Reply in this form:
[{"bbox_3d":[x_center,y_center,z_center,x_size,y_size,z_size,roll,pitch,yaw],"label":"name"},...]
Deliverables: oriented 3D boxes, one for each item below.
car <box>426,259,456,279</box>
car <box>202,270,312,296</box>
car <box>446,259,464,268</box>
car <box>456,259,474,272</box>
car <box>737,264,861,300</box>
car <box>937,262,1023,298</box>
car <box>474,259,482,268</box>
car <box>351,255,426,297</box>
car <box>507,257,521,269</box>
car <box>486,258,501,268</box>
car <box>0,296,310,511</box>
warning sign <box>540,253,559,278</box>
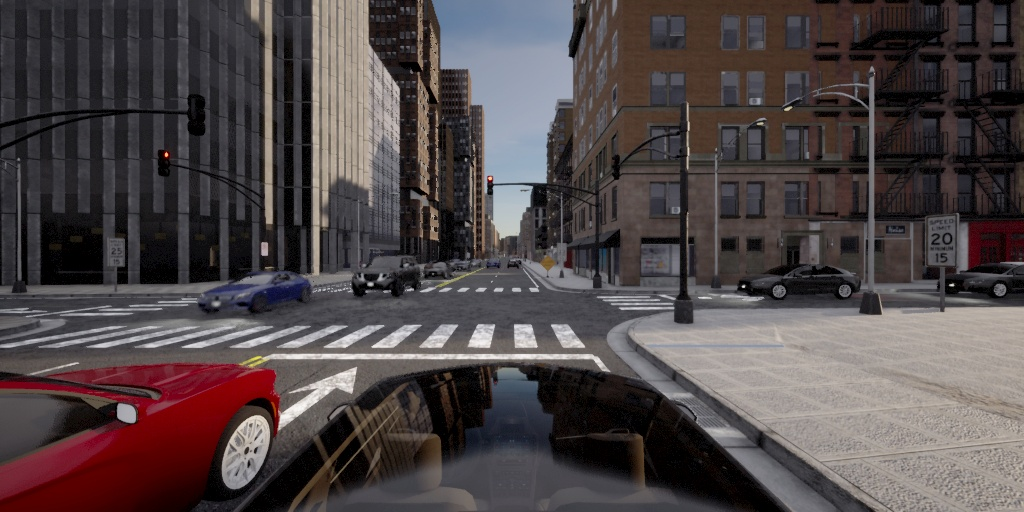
[{"bbox_3d":[-6.534,1.259,32.100,1.837,1.490,4.892,0,0,0],"label":"car"},{"bbox_3d":[-9.832,1.322,14.251,1.812,1.442,4.674,0,0,0],"label":"car"},{"bbox_3d":[-9.643,1.260,60.888,2.128,1.511,4.902,0,0,1],"label":"car"},{"bbox_3d":[-6.493,1.324,46.488,1.994,1.385,4.181,0,0,0],"label":"car"},{"bbox_3d":[12.904,1.116,16.278,4.892,1.490,1.837,0,0,-1],"label":"car"},{"bbox_3d":[22.301,1.049,16.197,4.892,1.490,1.837,0,0,0],"label":"car"},{"bbox_3d":[-6.374,1.262,62.560,2.128,1.511,4.902,0,0,0],"label":"car"},{"bbox_3d":[-6.565,0.982,19.414,2.150,2.045,5.566,0,0,0],"label":"car"},{"bbox_3d":[0.175,1.271,58.745,1.837,1.490,4.892,0,0,0],"label":"car"},{"bbox_3d":[-3.068,1.119,59.494,2.097,1.767,4.553,0,0,1],"label":"car"},{"bbox_3d":[-3.153,1.228,1.421,1.882,1.535,5.008,0,0,0],"label":"car"},{"bbox_3d":[2.909,0.869,29.142,1.300,1.860,1.060,0,0,0],"label":"warning sign"}]
